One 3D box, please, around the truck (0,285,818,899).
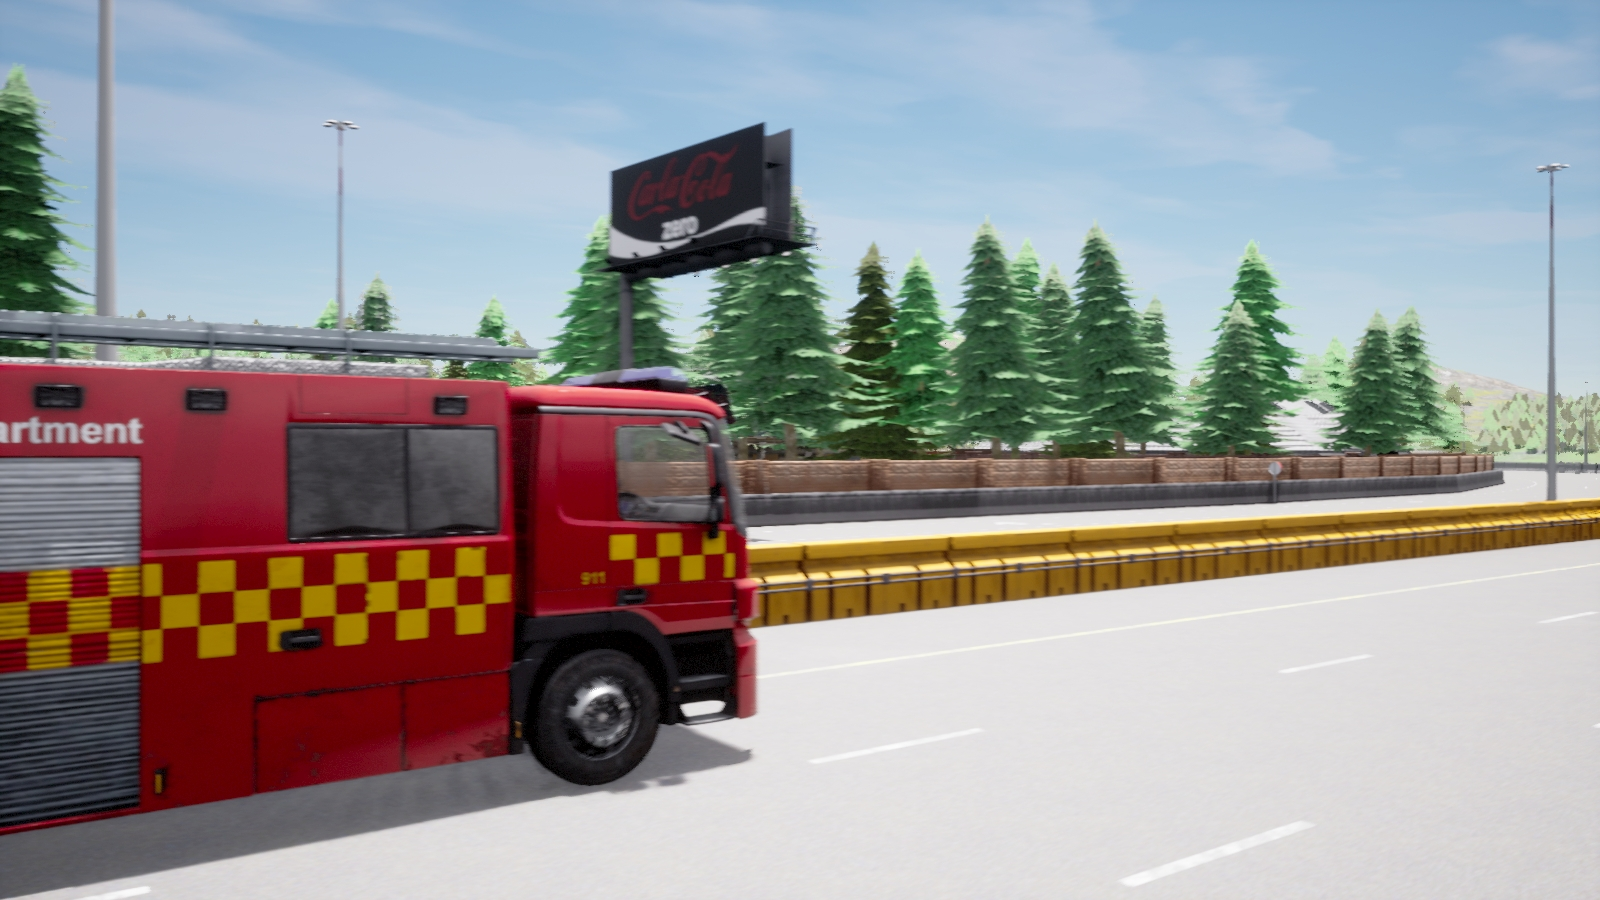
[{"bbox_3d":[-4.129,0.892,9.453,8.468,3.827,2.891,0,0,-35],"label":"truck"}]
